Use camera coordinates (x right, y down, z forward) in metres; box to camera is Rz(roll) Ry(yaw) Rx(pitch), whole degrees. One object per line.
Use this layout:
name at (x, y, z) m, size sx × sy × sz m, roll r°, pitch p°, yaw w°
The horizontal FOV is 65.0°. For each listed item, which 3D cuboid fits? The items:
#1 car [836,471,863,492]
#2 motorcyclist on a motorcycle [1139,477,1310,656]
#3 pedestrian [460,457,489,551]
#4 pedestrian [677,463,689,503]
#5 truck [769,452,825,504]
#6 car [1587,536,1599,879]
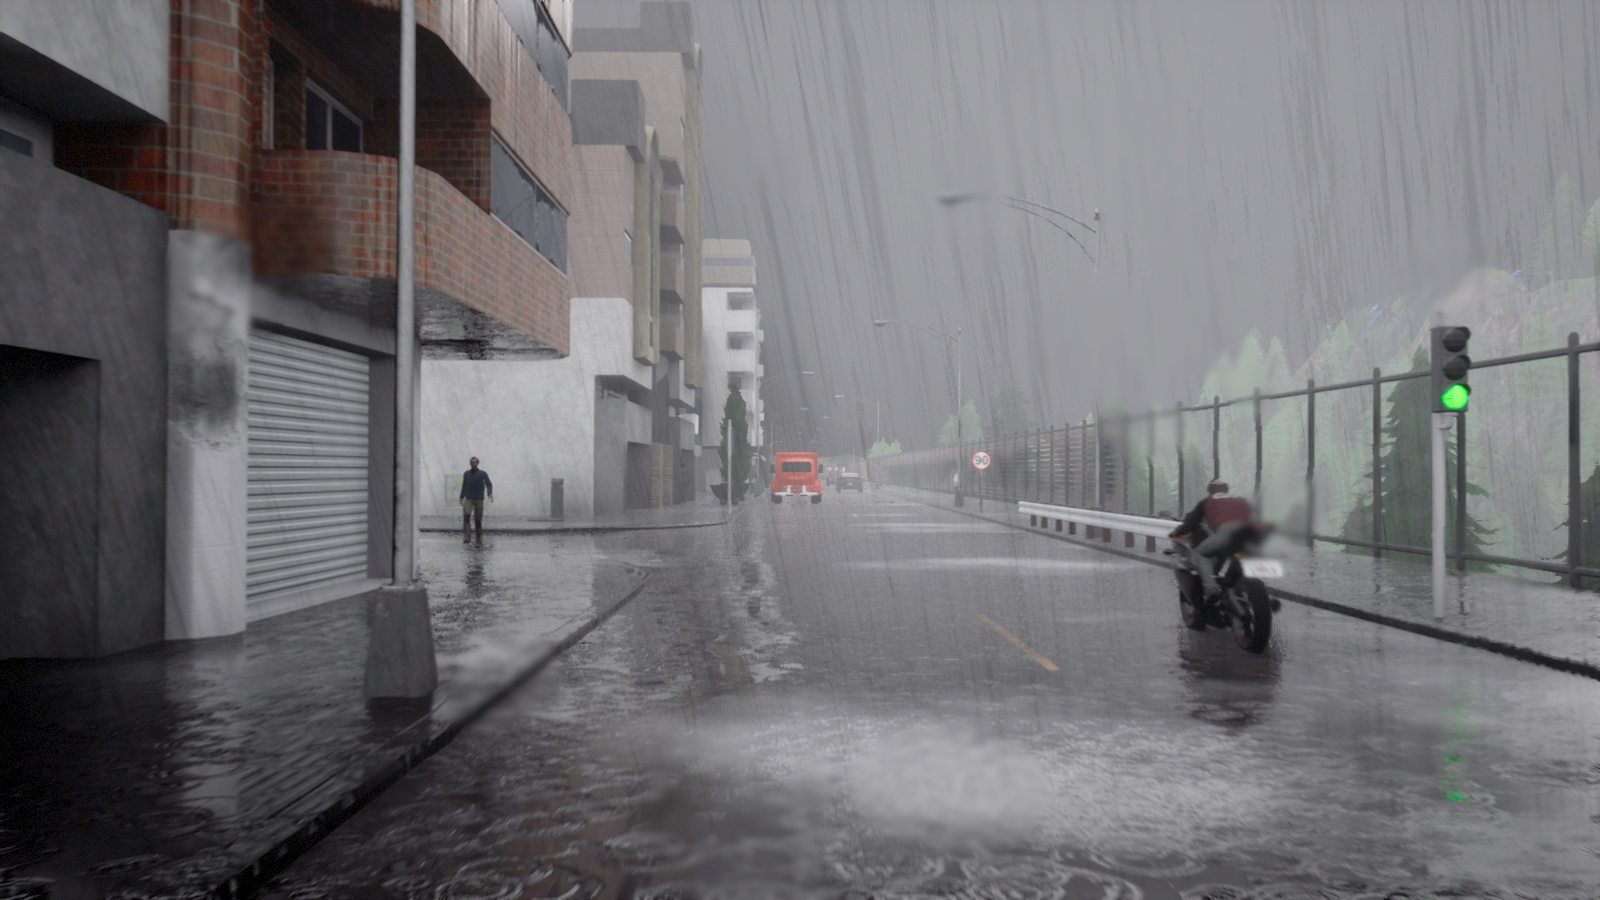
car at (3.743, 2.385, 96.021) m, size 1.882 × 1.535 × 5.008 m, roll 0°, pitch -1°, yaw 0°
motorcyclist on a motorcycle at (3.971, 1.034, 11.974) m, size 0.866 × 1.530 × 2.191 m, roll 0°, pitch -1°, yaw 0°
pedestrian at (-6.458, 1.058, 24.925) m, size 0.402 × 1.842 × 0.726 m, roll 0°, pitch -1°, yaw 0°
pedestrian at (-5.325, 1.505, 57.302) m, size 0.431 × 1.840 × 0.709 m, roll 0°, pitch -1°, yaw -15°
truck at (-0.161, 1.363, 61.810) m, size 2.627 × 2.467 × 5.204 m, roll 0°, pitch -1°, yaw 0°
car at (3.994, 0.941, 2.479) m, size 1.895 × 1.301 × 4.718 m, roll 0°, pitch -1°, yaw 0°
